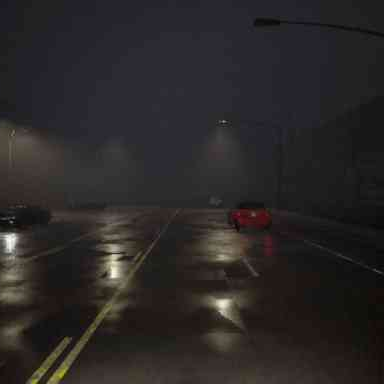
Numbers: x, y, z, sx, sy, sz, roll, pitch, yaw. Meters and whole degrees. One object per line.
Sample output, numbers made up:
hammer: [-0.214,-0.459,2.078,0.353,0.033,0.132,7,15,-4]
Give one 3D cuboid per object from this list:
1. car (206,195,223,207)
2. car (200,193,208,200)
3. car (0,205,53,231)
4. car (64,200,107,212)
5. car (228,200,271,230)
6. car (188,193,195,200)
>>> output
car: [3.487,1.526,49.694,1.812,1.442,4.674,0,0,0]
car: [3.303,1.222,85.804,1.837,1.490,4.892,0,1,0]
car: [-10.646,1.547,20.917,2.033,1.411,5.357,0,0,0]
car: [-12.281,1.600,38.477,1.895,1.301,4.718,0,0,38]
car: [3.553,1.353,21.298,2.097,1.767,4.553,0,0,0]
car: [-0.198,1.248,86.320,2.033,1.411,5.357,0,1,0]
